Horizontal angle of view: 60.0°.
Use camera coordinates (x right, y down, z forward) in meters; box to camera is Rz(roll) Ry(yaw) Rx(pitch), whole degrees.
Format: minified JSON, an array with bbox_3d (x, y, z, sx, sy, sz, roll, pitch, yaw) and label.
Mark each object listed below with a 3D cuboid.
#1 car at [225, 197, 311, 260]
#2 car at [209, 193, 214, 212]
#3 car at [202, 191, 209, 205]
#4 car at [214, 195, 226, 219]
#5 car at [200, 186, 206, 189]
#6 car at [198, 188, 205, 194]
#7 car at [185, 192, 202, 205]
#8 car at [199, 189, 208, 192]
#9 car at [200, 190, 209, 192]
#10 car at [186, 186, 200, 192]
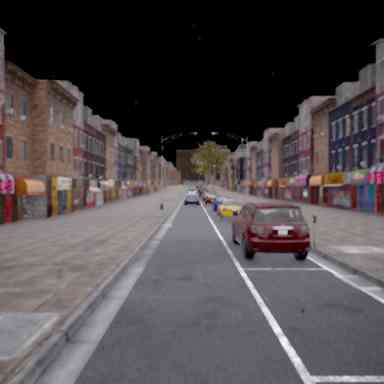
[{"bbox_3d":[2.637,1.243,12.042,2.192,1.841,5.009,0,0,0],"label":"car"},{"bbox_3d":[3.008,1.162,33.341,1.882,1.535,5.008,0,1,0],"label":"car"},{"bbox_3d":[2.638,1.031,45.388,1.887,1.381,4.507,1,1,0],"label":"car"},{"bbox_3d":[3.019,1.235,26.533,1.801,1.575,5.366,0,1,0],"label":"car"},{"bbox_3d":[2.646,0.140,73.174,2.192,1.841,5.009,1,2,0],"label":"car"},{"bbox_3d":[2.639,-0.337,95.405,1.947,1.339,4.313,2,2,0],"label":"car"},{"bbox_3d":[0.014,1.061,45.308,1.994,1.385,4.181,0,1,1],"label":"car"},{"bbox_3d":[2.640,0.646,62.234,1.752,1.417,4.829,1,2,0],"label":"car"},{"bbox_3d":[2.639,0.839,56.507,1.802,1.307,4.206,1,1,0],"label":"car"},{"bbox_3d":[-0.004,0.237,67.438,2.150,2.045,5.566,0,0,0],"label":"car"}]
